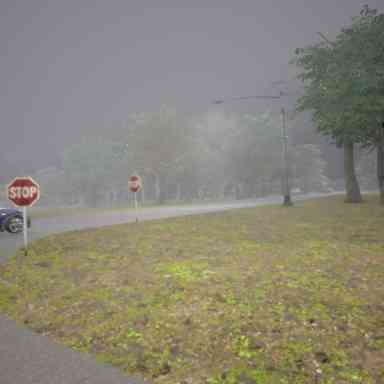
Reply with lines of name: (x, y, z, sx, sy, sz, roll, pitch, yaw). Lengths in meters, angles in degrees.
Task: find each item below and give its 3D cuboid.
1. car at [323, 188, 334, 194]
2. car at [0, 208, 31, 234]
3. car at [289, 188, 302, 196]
car: (34.656, -0.366, 84.418, 2.128, 1.511, 4.902, -4, -1, 33)
car: (-9.189, 1.028, 13.700, 2.097, 1.767, 4.553, -2, 2, 34)
car: (22.120, 0.010, 72.139, 2.097, 1.767, 4.553, -4, -1, 34)
